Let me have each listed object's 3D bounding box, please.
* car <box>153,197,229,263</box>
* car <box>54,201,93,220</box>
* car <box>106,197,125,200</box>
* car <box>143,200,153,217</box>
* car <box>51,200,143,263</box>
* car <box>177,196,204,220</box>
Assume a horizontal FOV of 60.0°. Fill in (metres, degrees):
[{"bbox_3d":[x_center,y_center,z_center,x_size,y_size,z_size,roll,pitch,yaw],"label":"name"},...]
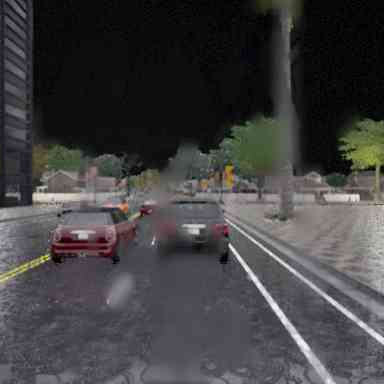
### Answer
[{"bbox_3d":[0.040,1.191,11.955,2.150,2.045,5.566,0,0,0],"label":"car"},{"bbox_3d":[-10.104,1.502,28.682,1.994,1.385,4.181,0,0,-1],"label":"car"},{"bbox_3d":[-6.867,1.288,29.419,2.097,1.767,4.553,0,0,-1],"label":"car"},{"bbox_3d":[-3.426,1.412,29.651,1.882,1.535,5.008,0,0,-1],"label":"car"},{"bbox_3d":[-3.216,1.321,11.930,2.097,1.767,4.553,0,0,0],"label":"car"},{"bbox_3d":[-0.152,1.289,27.967,2.097,1.767,4.553,0,0,-1],"label":"car"}]
